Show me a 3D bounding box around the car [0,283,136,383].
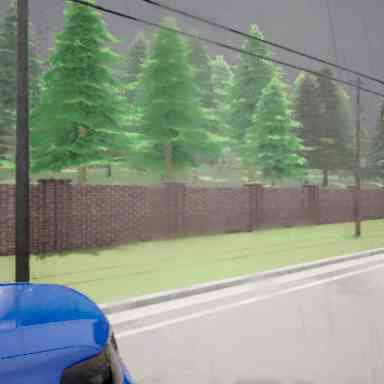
[{"bbox_3d":[-3.035,1.221,1.581,5.566,2.045,2.150,0,0,-36],"label":"car"}]
